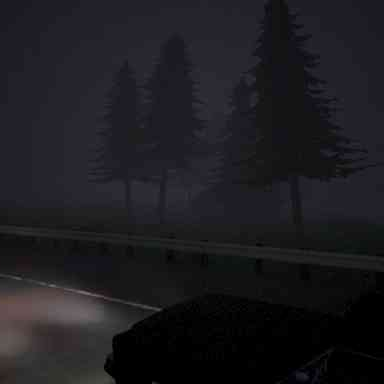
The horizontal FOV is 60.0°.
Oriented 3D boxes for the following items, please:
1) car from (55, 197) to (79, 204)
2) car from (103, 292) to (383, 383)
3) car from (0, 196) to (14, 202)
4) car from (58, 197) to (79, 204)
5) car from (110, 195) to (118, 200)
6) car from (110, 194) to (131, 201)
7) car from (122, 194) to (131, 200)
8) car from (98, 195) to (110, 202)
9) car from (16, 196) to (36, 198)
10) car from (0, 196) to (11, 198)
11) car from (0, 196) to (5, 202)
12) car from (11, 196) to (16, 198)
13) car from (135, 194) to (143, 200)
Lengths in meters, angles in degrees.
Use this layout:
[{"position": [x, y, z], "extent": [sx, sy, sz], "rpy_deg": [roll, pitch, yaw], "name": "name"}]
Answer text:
[{"position": [-22.742, 1.547, 60.599], "extent": [2.033, 1.411, 5.357], "rpy_deg": [0, 0, 13], "name": "car"}, {"position": [1.462, 1.601, 2.725], "extent": [4.718, 1.301, 1.895], "rpy_deg": [0, 0, 35], "name": "car"}, {"position": [-41.872, 1.595, 73.841], "extent": [1.895, 1.301, 4.718], "rpy_deg": [0, 0, 6], "name": "car"}, {"position": [-24.992, 1.599, 67.486], "extent": [1.895, 1.301, 4.718], "rpy_deg": [0, 0, 6], "name": "car"}, {"position": [-21.368, 1.500, 91.041], "extent": [1.837, 1.490, 4.892], "rpy_deg": [0, 0, -9], "name": "car"}, {"position": [-14.502, 1.525, 67.755], "extent": [1.812, 1.442, 4.674], "rpy_deg": [0, 0, 7], "name": "car"}, {"position": [-17.755, 1.355, 90.355], "extent": [2.097, 1.767, 4.553], "rpy_deg": [0, 0, -9], "name": "car"}, {"position": [-17.592, 1.541, 69.859], "extent": [2.033, 1.411, 5.357], "rpy_deg": [0, 0, 6], "name": "car"}, {"position": [-35.012, 1.540, 72.020], "extent": [2.033, 1.411, 5.357], "rpy_deg": [0, 0, 6], "name": "car"}, {"position": [-36.960, 1.525, 61.903], "extent": [2.128, 1.511, 4.902], "rpy_deg": [0, 0, 17], "name": "car"}, {"position": [-45.192, 1.552, 76.366], "extent": [1.994, 1.385, 4.181], "rpy_deg": [0, 0, 6], "name": "car"}, {"position": [-38.538, 1.525, 72.126], "extent": [2.128, 1.511, 4.902], "rpy_deg": [0, 0, 10], "name": "car"}, {"position": [-14.112, 1.355, 89.227], "extent": [2.097, 1.767, 4.553], "rpy_deg": [0, 0, -9], "name": "car"}]
